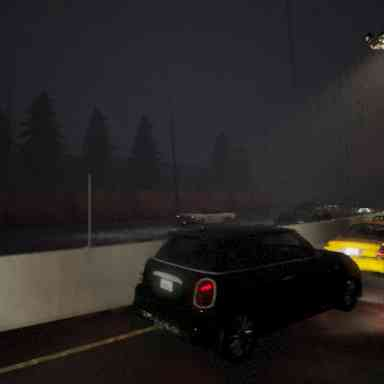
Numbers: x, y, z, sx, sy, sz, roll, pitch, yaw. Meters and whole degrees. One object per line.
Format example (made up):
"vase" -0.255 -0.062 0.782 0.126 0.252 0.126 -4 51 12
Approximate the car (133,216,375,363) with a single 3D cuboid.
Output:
"car" 1.279 1.391 6.230 4.553 1.767 2.097 0 0 -39

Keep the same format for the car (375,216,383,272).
"car" 6.027 1.516 10.310 5.366 1.575 1.801 0 -1 -42

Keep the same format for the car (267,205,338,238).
"car" 6.635 1.611 19.589 2.128 1.511 4.902 0 0 43
